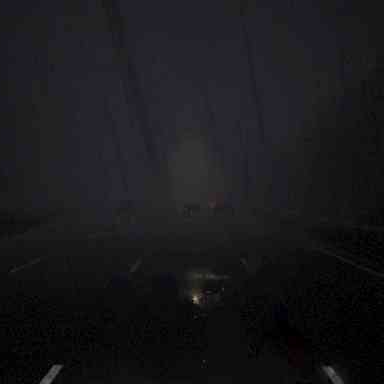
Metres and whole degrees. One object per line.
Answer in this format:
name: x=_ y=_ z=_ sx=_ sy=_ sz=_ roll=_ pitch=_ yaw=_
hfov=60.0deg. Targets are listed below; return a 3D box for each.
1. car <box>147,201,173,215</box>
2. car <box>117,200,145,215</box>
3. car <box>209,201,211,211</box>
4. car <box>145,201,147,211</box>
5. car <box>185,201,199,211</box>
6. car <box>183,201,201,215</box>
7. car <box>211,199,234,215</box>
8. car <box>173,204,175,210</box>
car: x=-3.506 y=1.760 z=37.119 sx=1.882 sy=1.535 sz=5.008 roll=0 pitch=0 yaw=0
car: x=-7.006 y=1.638 z=37.473 sx=2.097 sy=1.767 sz=4.553 roll=0 pitch=0 yaw=0
car: x=3.492 y=1.714 z=47.508 sx=2.097 sy=1.767 sz=4.553 roll=0 pitch=0 yaw=0
car: x=-7.008 y=1.926 z=47.549 sx=1.994 sy=1.385 sz=4.181 roll=0 pitch=0 yaw=0
car: x=-0.008 y=1.963 z=47.613 sx=1.895 sy=1.301 sz=4.718 roll=0 pitch=0 yaw=0
car: x=-0.006 y=1.887 z=37.565 sx=1.895 sy=1.301 sz=4.718 roll=0 pitch=0 yaw=0
car: x=3.494 y=1.760 z=37.120 sx=1.882 sy=1.535 sz=5.008 roll=0 pitch=0 yaw=0
car: x=-3.508 y=1.963 z=47.582 sx=1.895 sy=1.301 sz=4.718 roll=0 pitch=0 yaw=0
